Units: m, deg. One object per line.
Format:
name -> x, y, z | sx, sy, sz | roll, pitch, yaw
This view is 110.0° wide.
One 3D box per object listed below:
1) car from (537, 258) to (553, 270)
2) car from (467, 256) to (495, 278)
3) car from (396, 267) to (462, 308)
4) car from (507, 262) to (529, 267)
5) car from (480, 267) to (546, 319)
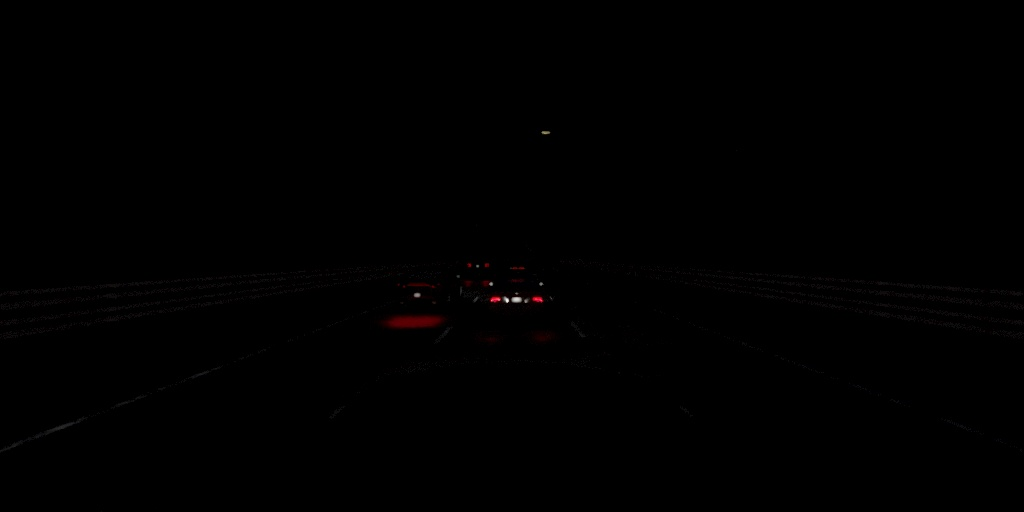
car -> 4.763, 1.413, 53.105 | 1.994, 1.385, 4.181 | 0, 0, 3
car -> -2.914, 0.990, 34.074 | 2.150, 2.045, 5.566 | 0, 0, 2
car -> -3.315, 1.222, 15.111 | 1.882, 1.535, 5.008 | 0, 0, 1
car -> 0.610, 1.276, 34.633 | 1.837, 1.490, 4.892 | 0, 0, 2
car -> 0.155, 1.292, 12.704 | 2.033, 1.411, 5.357 | 0, 0, 1
